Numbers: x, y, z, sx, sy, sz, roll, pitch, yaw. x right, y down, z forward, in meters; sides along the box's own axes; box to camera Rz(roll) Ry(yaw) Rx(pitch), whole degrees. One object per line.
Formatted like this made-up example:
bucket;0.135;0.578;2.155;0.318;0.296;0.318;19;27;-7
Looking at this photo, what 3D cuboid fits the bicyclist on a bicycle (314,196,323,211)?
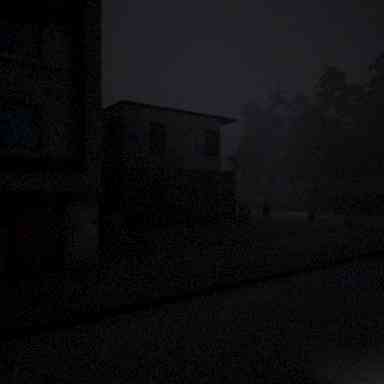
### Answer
bicyclist on a bicycle;13.954;1.263;36.584;1.656;1.620;0.582;-1;0;-36
